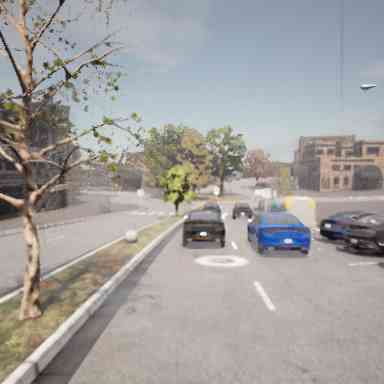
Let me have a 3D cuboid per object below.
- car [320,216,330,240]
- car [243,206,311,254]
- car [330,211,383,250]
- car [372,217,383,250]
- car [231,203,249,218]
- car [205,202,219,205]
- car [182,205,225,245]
[{"bbox_3d":[8.529,1.668,16.070,4.792,1.488,2.163,1,-1,-17],"label":"car"},{"bbox_3d":[3.505,1.599,14.175,1.882,1.535,5.008,0,-1,3],"label":"car"},{"bbox_3d":[8.347,1.608,13.109,4.892,1.521,2.231,1,-1,-17],"label":"car"},{"bbox_3d":[8.240,1.618,10.152,4.674,1.452,2.002,1,0,-17],"label":"car"},{"bbox_3d":[5.020,1.837,33.555,1.837,1.490,4.892,0,-1,6],"label":"car"},{"bbox_3d":[2.021,1.813,33.721,1.837,1.490,4.892,0,-1,6],"label":"car"},{"bbox_3d":[0.601,1.605,16.245,1.882,1.535,5.008,0,-1,3],"label":"car"}]
